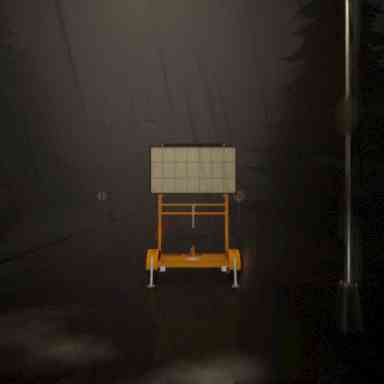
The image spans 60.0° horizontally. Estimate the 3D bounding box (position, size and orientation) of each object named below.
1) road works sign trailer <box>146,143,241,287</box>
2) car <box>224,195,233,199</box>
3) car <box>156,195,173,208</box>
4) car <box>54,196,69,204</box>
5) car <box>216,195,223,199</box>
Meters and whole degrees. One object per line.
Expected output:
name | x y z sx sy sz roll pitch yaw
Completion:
road works sign trailer | 0.037 0.463 9.263 2.380 3.560 2.880 0 0 0
car | 11.322 1.505 92.995 1.853 1.218 4.536 0 0 30
car | -3.976 1.347 48.389 2.097 1.767 4.553 0 0 0
car | -23.774 1.406 60.510 1.845 1.501 3.633 0 0 0
car | 8.552 1.418 93.391 3.633 1.501 1.845 0 0 11
